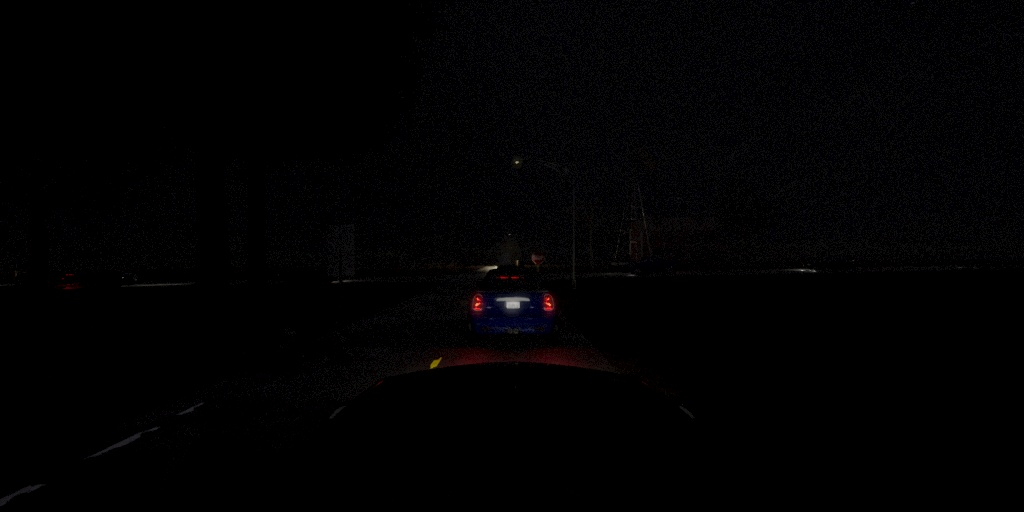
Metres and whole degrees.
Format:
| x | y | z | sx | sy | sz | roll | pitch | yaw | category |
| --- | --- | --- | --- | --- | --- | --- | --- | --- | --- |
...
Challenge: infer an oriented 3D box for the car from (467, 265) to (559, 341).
| x | y | z | sx | sy | sz | roll | pitch | yaw | category |
| --- | --- | --- | --- | --- | --- | --- | --- | --- | --- |
| 0.002 | 1.101 | 10.001 | 2.097 | 1.767 | 4.553 | 0 | 0 | -1 | car |

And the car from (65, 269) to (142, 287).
| x | y | z | sx | sy | sz | roll | pitch | yaw | category |
| --- | --- | --- | --- | --- | --- | --- | --- | --- | --- |
| -37.034 | 1.958 | 32.944 | 4.902 | 1.511 | 2.128 | -1 | 1 | 0 | car |

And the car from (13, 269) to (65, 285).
| x | y | z | sx | sy | sz | roll | pitch | yaw | category |
| --- | --- | --- | --- | --- | --- | --- | --- | --- | --- |
| -46.498 | 2.090 | 35.743 | 4.892 | 1.490 | 1.837 | -1 | 1 | 2 | car |

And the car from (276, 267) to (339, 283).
| x | y | z | sx | sy | sz | roll | pitch | yaw | category |
| --- | --- | --- | --- | --- | --- | --- | --- | --- | --- |
| -18.671 | 1.683 | 33.074 | 5.357 | 1.411 | 2.033 | -1 | 1 | 0 | car |

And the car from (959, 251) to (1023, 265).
| x | y | z | sx | sy | sz | roll | pitch | yaw | category |
| --- | --- | --- | --- | --- | --- | --- | --- | --- | --- |
| 48.665 | 0.150 | 36.415 | 4.718 | 1.301 | 1.895 | -1 | 1 | 0 | car |

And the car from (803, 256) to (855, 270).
| x | y | z | sx | sy | sz | roll | pitch | yaw | category |
| --- | --- | --- | --- | --- | --- | --- | --- | --- | --- |
| 32.112 | 0.658 | 36.389 | 4.181 | 1.385 | 1.994 | -1 | 1 | 0 | car |

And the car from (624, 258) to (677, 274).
| x | y | z | sx | sy | sz | roll | pitch | yaw | category |
| --- | --- | --- | --- | --- | --- | --- | --- | --- | --- |
| 13.947 | 0.940 | 36.255 | 5.008 | 1.535 | 1.882 | -1 | 1 | 0 | car |

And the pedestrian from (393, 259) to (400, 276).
| x | y | z | sx | sy | sz | roll | pitch | yaw | category |
| --- | --- | --- | --- | --- | --- | --- | --- | --- | --- |
| -12.616 | 1.244 | 39.087 | 0.375 | 1.860 | 0.375 | 0 | 2 | 0 | pedestrian |
